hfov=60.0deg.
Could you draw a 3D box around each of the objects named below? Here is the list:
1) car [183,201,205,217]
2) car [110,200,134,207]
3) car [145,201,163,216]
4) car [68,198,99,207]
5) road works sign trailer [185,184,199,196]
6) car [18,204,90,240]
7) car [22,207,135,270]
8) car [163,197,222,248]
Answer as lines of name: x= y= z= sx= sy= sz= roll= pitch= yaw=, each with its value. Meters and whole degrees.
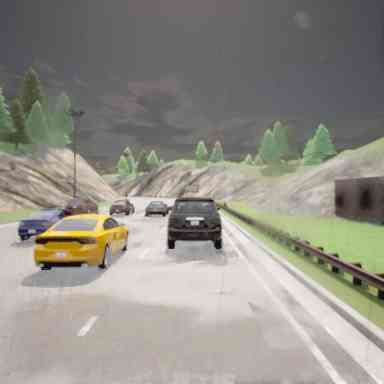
car: x=0.156 y=1.578 z=32.404 sx=1.994 sy=1.385 sz=4.181 roll=0 pitch=0 yaw=0
car: x=-6.858 y=1.540 z=32.818 sx=1.812 sy=1.442 sz=4.674 roll=0 pitch=0 yaw=0
car: x=-3.344 y=1.578 z=32.344 sx=1.994 sy=1.385 sz=4.181 roll=0 pitch=0 yaw=0
car: x=-10.342 y=1.366 z=31.494 sx=2.097 sy=1.767 sz=4.553 roll=0 pitch=0 yaw=0
road works sign trailer: x=-0.059 y=0.488 z=56.022 sx=2.380 sy=3.560 sz=2.880 roll=0 pitch=0 yaw=0
car: x=-6.889 y=1.533 z=16.639 sx=1.812 sy=1.442 sz=4.674 roll=0 pitch=0 yaw=0
car: x=-3.396 y=1.482 z=11.131 sx=1.882 sy=1.535 sz=5.008 roll=0 pitch=0 yaw=0
car: x=0.115 y=1.227 z=14.892 sx=2.150 sy=2.045 sz=5.566 roll=0 pitch=0 yaw=0
